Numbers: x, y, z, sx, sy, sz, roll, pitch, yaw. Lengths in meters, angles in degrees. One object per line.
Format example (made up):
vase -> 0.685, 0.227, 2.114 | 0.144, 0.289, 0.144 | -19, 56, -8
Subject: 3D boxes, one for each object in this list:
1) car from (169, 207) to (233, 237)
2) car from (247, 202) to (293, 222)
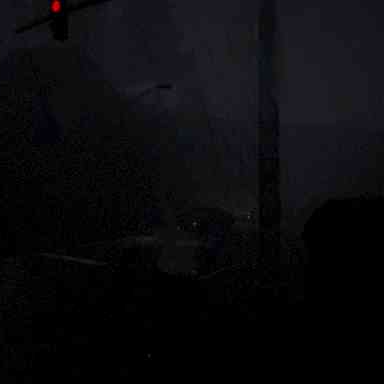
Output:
car -> 0.681, 1.597, 18.822 | 1.812, 1.442, 4.674 | 0, 0, 35
car -> 6.268, 1.574, 26.295 | 1.837, 1.490, 4.892 | -1, 0, 43
